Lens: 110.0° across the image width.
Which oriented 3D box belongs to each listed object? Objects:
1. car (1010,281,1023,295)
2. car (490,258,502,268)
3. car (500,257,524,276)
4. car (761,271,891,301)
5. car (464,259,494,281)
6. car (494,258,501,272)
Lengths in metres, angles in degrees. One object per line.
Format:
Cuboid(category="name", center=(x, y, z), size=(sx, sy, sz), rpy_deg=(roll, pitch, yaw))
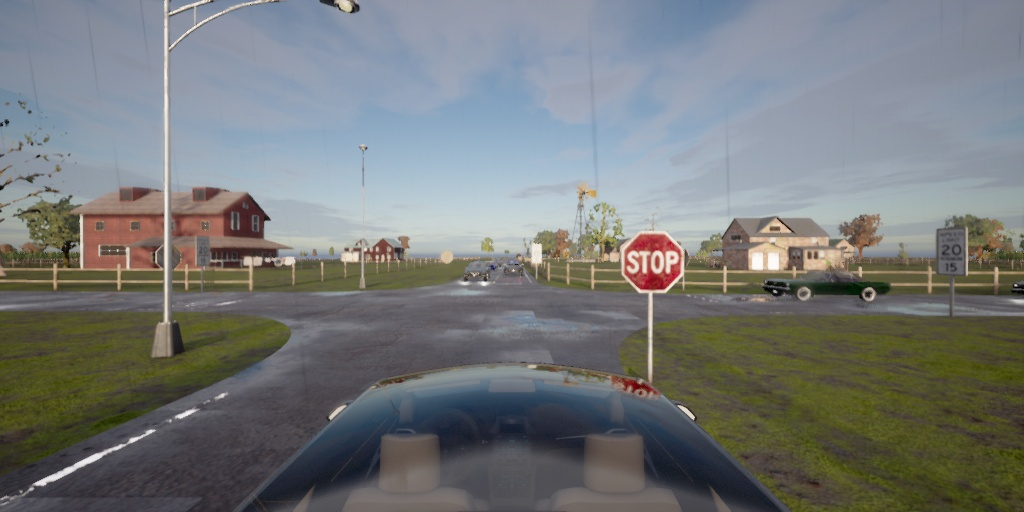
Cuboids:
Cuboid(category="car", center=(27.253, 1.379, 16.864), size=(5.357, 1.411, 2.033), rpy_deg=(0, 0, 1))
Cuboid(category="car", center=(-2.677, 1.173, 60.726), size=(1.837, 1.490, 4.892), rpy_deg=(0, 0, 1))
Cuboid(category="car", center=(0.170, 1.198, 36.908), size=(2.128, 1.511, 4.902), rpy_deg=(0, 0, 0))
Cuboid(category="car", center=(14.680, 1.383, 16.988), size=(4.718, 1.301, 1.895), rpy_deg=(0, 0, 1))
Cuboid(category="car", center=(-2.822, 1.221, 29.986), size=(1.837, 1.490, 4.892), rpy_deg=(0, 0, 2))
Cuboid(category="car", center=(-2.753, 1.296, 44.271), size=(1.895, 1.301, 4.718), rpy_deg=(0, 0, 1))
